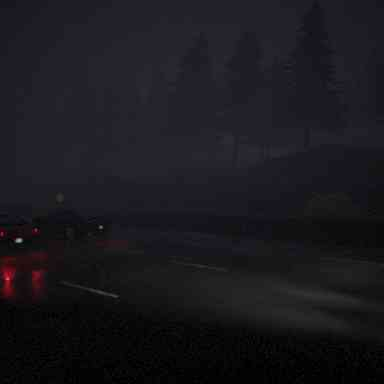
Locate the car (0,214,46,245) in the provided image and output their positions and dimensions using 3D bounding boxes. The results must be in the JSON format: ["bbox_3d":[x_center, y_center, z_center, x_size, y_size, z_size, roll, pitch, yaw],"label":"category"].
[{"bbox_3d":[-8.667,1.635,14.484,4.718,1.301,1.895,0,0,36],"label":"car"}]

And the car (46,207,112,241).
[{"bbox_3d":[-6.298,1.512,17.094,5.008,1.535,1.882,0,0,36],"label":"car"}]
